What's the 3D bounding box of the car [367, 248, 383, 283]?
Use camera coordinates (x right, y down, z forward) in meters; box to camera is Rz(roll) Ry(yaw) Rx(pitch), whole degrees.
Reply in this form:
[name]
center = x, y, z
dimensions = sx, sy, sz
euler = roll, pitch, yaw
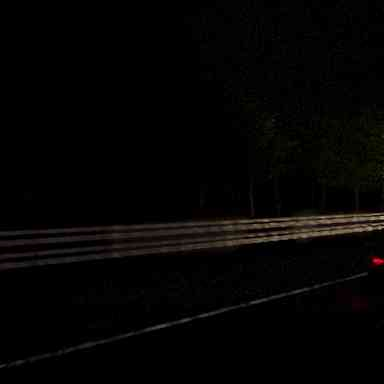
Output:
[car]
center = 6.664, 1.677, 8.596
dimensions = 5.357, 1.411, 2.033
euler = 1, 0, -35
